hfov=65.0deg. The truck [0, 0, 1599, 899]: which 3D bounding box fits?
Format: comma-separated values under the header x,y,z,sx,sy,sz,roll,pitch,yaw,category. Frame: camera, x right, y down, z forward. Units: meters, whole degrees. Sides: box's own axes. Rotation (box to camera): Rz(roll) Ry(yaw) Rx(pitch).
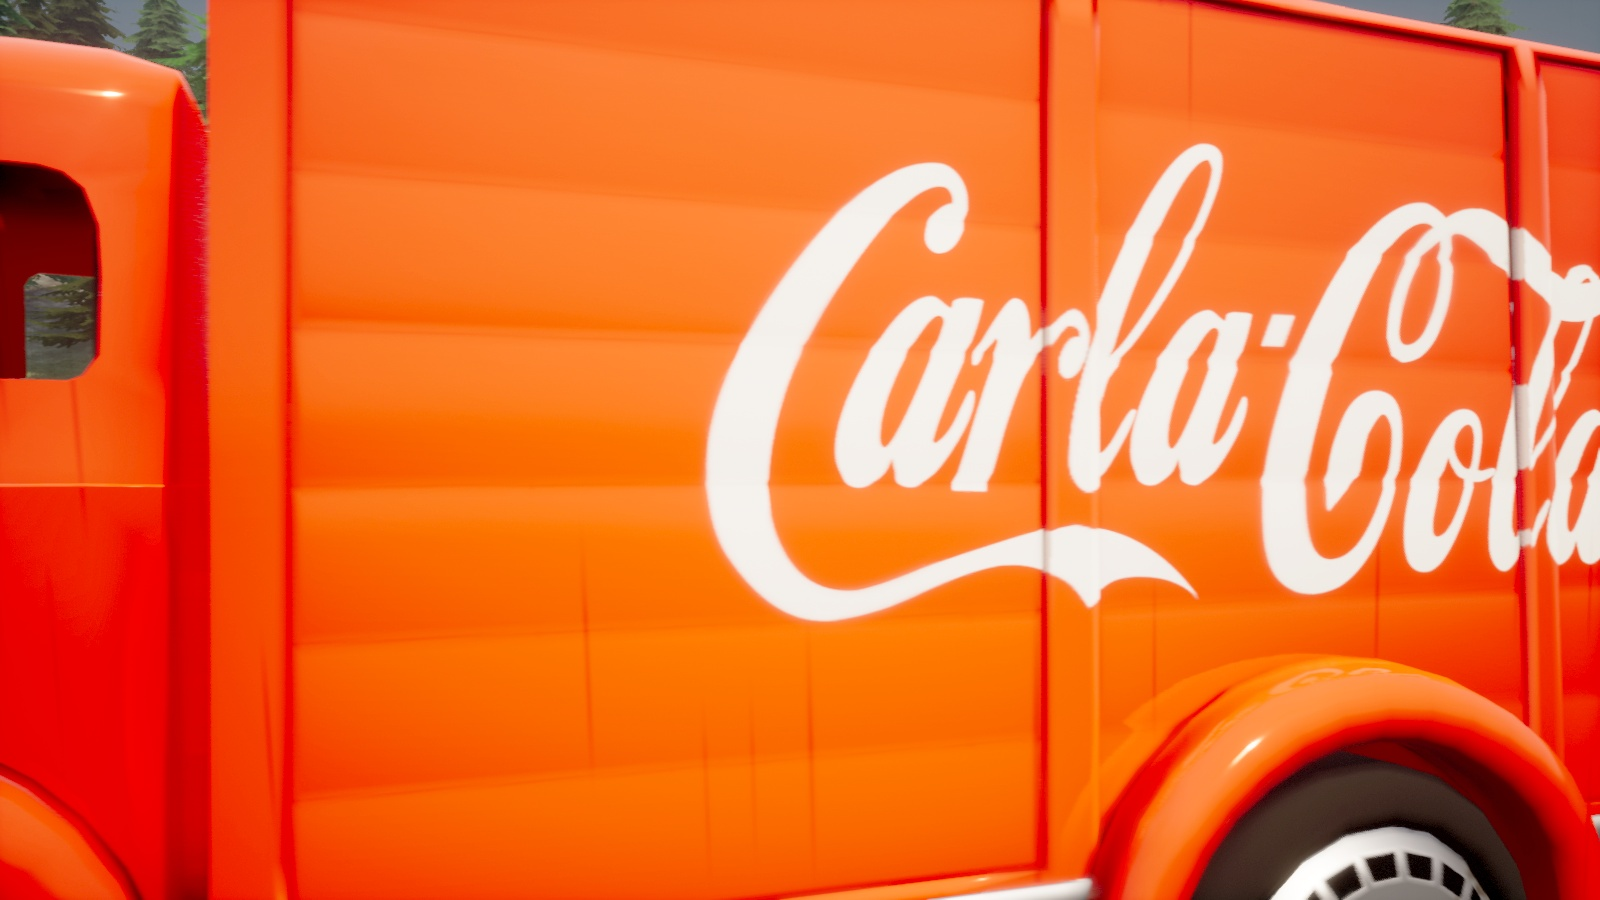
x,y,z,sx,sy,sz,roll,pitch,yaw,category
-0.484,0.265,3.048,5.204,2.467,2.627,-1,1,-21,truck
